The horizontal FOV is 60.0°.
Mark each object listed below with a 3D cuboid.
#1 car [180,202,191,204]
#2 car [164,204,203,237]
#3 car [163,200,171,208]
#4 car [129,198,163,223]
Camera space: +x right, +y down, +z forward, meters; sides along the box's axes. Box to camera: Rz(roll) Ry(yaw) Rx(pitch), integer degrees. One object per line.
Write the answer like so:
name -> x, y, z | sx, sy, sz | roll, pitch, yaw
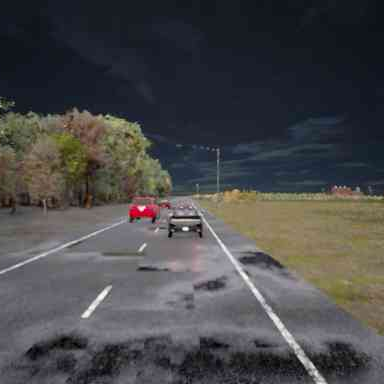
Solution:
car -> -0.819, 2.035, 44.933 | 1.895, 1.301, 4.718 | 0, -1, -1
car -> -0.374, 1.685, 19.426 | 2.128, 1.511, 4.902 | 0, 0, -1
car -> -4.507, 2.007, 55.551 | 1.882, 1.535, 5.008 | 0, 0, -1
car -> -4.040, 1.504, 28.949 | 2.150, 2.045, 5.566 | 0, 0, -1
